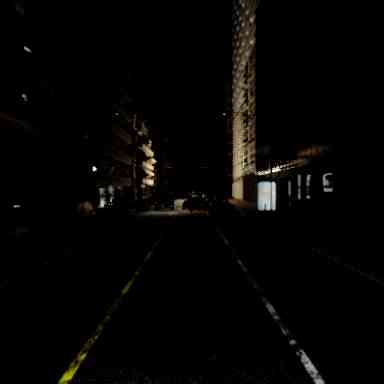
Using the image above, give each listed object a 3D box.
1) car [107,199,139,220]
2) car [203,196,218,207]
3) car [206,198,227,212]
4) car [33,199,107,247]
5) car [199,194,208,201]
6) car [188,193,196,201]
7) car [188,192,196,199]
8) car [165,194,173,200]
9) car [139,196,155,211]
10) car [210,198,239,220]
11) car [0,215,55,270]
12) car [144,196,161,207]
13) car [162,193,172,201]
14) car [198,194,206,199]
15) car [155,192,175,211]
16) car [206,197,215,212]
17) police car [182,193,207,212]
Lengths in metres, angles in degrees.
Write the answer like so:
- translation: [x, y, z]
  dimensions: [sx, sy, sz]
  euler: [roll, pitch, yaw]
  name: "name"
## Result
- translation: [-5.696, 1.331, 26.251]
  dimensions: [1.967, 1.590, 4.097]
  euler: [0, 0, 0]
  name: "car"
- translation: [2.681, 1.367, 48.846]
  dimensions: [1.947, 1.339, 4.313]
  euler: [0, 0, 0]
  name: "car"
- translation: [2.682, 1.395, 37.550]
  dimensions: [2.008, 1.369, 4.403]
  euler: [0, 0, 0]
  name: "car"
- translation: [-5.695, 1.253, 14.953]
  dimensions: [2.192, 1.841, 5.009]
  euler: [0, 0, 0]
  name: "car"
- translation: [2.676, 1.247, 77.088]
  dimensions: [1.887, 1.381, 4.507]
  euler: [0, 0, 0]
  name: "car"
- translation: [-0.012, 1.081, 71.778]
  dimensions: [1.837, 1.490, 4.892]
  euler: [0, 0, 0]
  name: "car"
- translation: [-0.015, 0.894, 88.789]
  dimensions: [2.097, 1.767, 4.553]
  euler: [0, 0, 0]
  name: "car"
- translation: [-5.705, 1.266, 82.736]
  dimensions: [1.802, 1.307, 4.206]
  euler: [0, 0, 0]
  name: "car"
- translation: [-5.698, 1.396, 37.547]
  dimensions: [2.008, 1.369, 4.403]
  euler: [0, 0, 0]
  name: "car"
- translation: [2.684, 1.415, 26.422]
  dimensions: [1.752, 1.417, 4.829]
  euler: [0, 0, 0]
  name: "car"
- translation: [-5.693, 1.543, 9.305]
  dimensions: [1.802, 1.307, 4.206]
  euler: [0, 0, 0]
  name: "car"
- translation: [-5.700, 1.368, 48.845]
  dimensions: [1.947, 1.339, 4.313]
  euler: [0, 0, 0]
  name: "car"
- translation: [-5.704, 1.143, 77.087]
  dimensions: [1.967, 1.590, 4.097]
  euler: [0, 0, 0]
  name: "car"
- translation: [2.674, 1.216, 88.386]
  dimensions: [2.008, 1.369, 4.403]
  euler: [0, 0, 0]
  name: "car"
- translation: [-3.103, 1.061, 38.173]
  dimensions: [2.150, 2.045, 5.566]
  euler: [0, 1, 0]
  name: "car"
- translation: [2.684, 1.308, 31.899]
  dimensions: [1.967, 1.590, 4.097]
  euler: [0, 0, 0]
  name: "car"
- translation: [0.241, 1.272, 37.046]
  dimensions: [1.930, 1.638, 5.238]
  euler: [0, 0, -18]
  name: "police car"
